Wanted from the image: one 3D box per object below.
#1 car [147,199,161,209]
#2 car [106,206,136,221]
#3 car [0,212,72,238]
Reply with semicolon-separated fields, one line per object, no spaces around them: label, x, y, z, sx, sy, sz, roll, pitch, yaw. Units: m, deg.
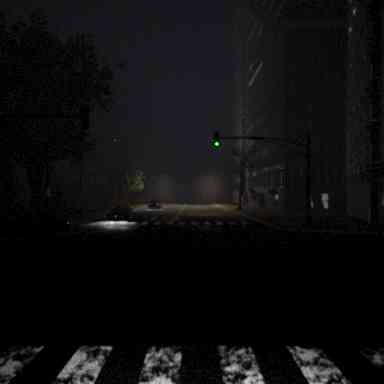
car;-6.562;2.122;58.311;2.097;1.767;4.553;0;-1;0
car;-6.598;1.969;31.227;1.994;1.385;4.181;0;0;3
car;-9.302;1.765;17.692;5.357;1.411;2.033;-1;0;-36
